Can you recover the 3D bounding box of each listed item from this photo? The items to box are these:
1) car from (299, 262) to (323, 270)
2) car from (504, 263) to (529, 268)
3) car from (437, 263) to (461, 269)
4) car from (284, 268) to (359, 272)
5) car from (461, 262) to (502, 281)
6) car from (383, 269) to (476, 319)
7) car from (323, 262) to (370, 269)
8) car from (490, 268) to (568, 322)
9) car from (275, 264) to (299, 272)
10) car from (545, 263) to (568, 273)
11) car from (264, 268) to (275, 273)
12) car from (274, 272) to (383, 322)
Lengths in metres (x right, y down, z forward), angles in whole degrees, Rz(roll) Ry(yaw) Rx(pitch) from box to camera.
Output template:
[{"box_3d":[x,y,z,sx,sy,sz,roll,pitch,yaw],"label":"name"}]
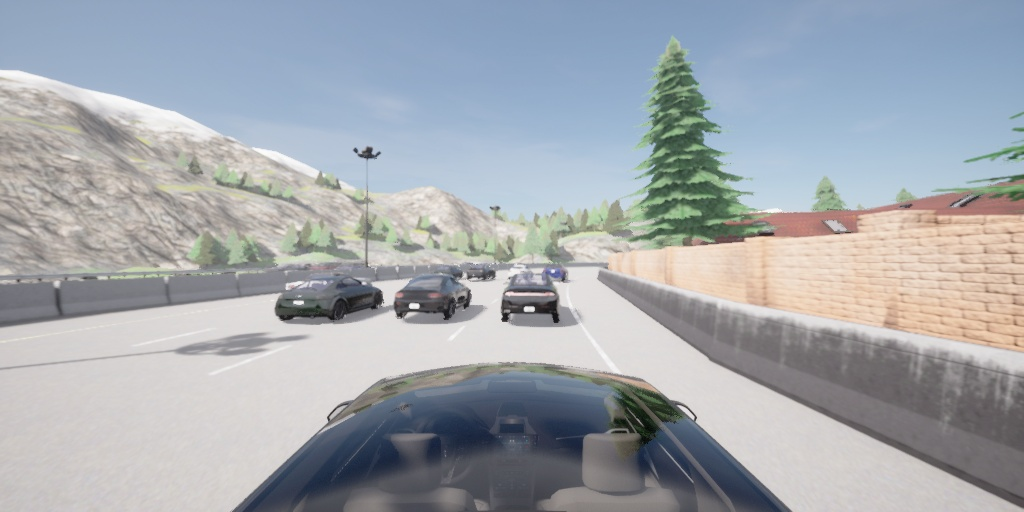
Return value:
[{"box_3d":[-20.068,1.417,38.829,2.097,1.767,4.553,0,-1,13],"label":"car"},{"box_3d":[0.870,1.610,35.444,1.812,1.442,4.674,0,-1,13],"label":"car"},{"box_3d":[-6.300,1.630,35.479,1.994,1.385,4.181,0,-1,13],"label":"car"},{"box_3d":[-9.260,1.495,18.692,1.895,1.301,4.718,0,-1,7],"label":"car"},{"box_3d":[-2.894,1.559,34.696,2.128,1.511,4.902,0,-1,13],"label":"car"},{"box_3d":[-2.778,1.382,13.215,1.812,1.442,4.674,0,-1,5],"label":"car"},{"box_3d":[-16.827,1.410,37.337,2.097,1.767,4.553,0,-1,13],"label":"car"},{"box_3d":[0.709,1.354,12.847,2.128,1.511,4.902,0,0,5],"label":"car"},{"box_3d":[-23.321,1.562,40.267,2.128,1.511,4.902,0,-1,14],"label":"car"},{"box_3d":[4.137,1.430,33.962,2.097,1.767,4.553,0,-1,13],"label":"car"},{"box_3d":[-26.431,1.632,42.457,2.033,1.411,5.357,0,-1,14],"label":"car"},{"box_3d":[-6.310,1.408,12.882,1.994,1.385,4.181,0,-1,5],"label":"car"}]
